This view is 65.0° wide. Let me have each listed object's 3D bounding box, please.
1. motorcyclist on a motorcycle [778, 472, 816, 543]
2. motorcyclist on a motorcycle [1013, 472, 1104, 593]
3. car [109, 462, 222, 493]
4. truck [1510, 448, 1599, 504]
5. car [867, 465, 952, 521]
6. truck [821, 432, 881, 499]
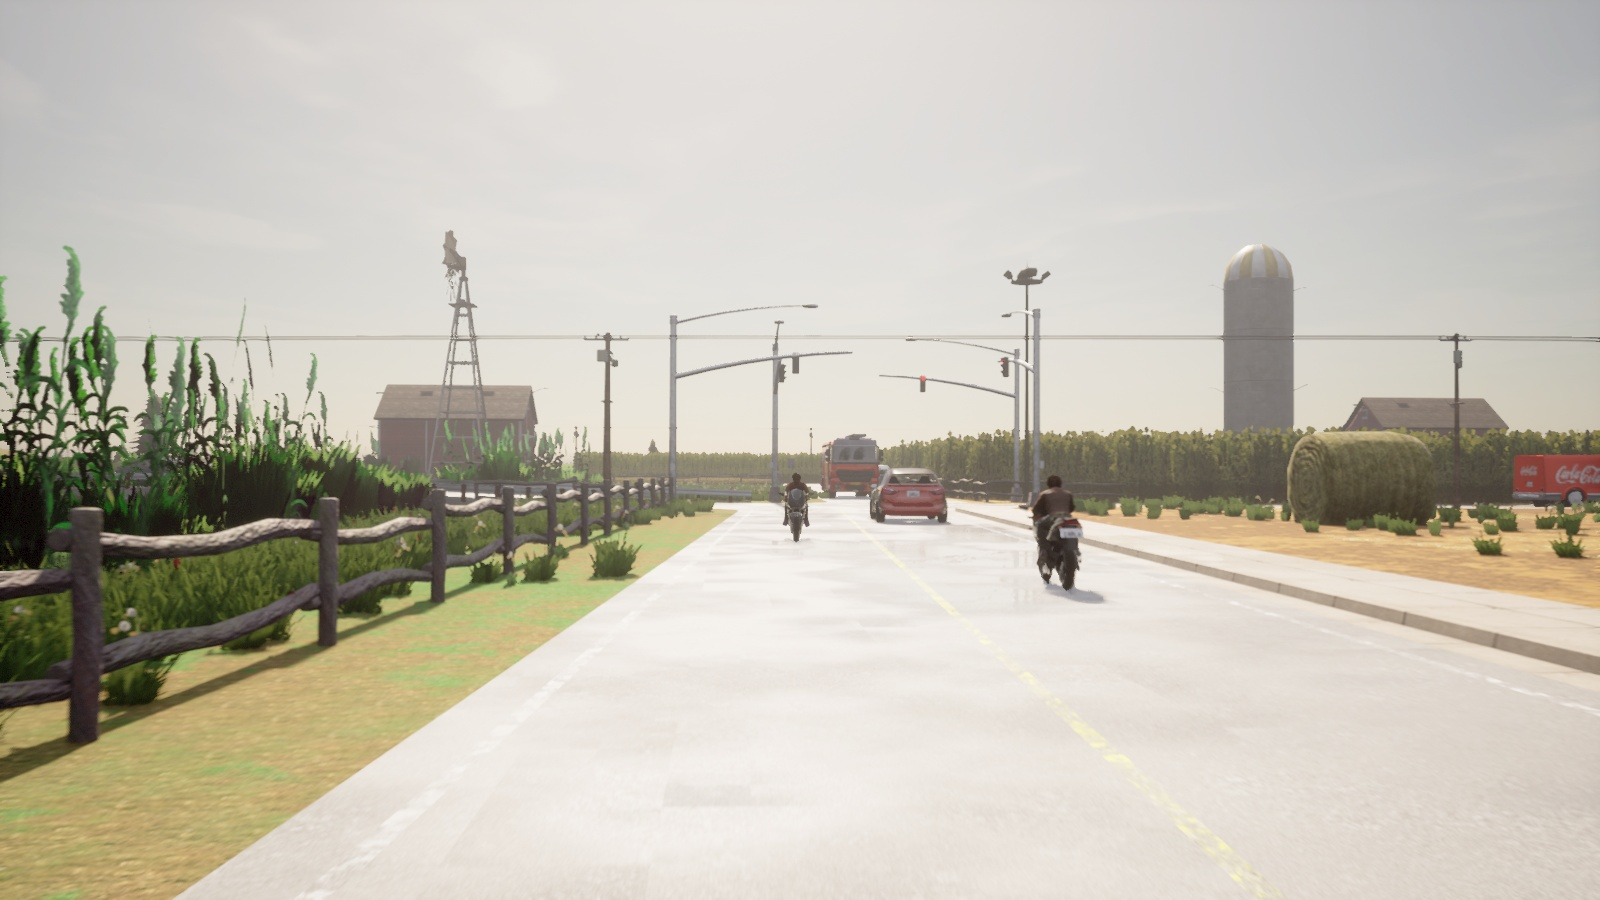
[{"bbox_3d":[-0.069,1.268,28.139,0.797,1.523,2.044,0,-1,0],"label":"motorcyclist on a motorcycle"},{"bbox_3d":[3.458,1.068,17.001,0.797,1.523,2.044,0,-1,0],"label":"motorcyclist on a motorcycle"},{"bbox_3d":[-29.003,1.272,57.500,4.181,1.385,1.994,0,-1,5],"label":"car"},{"bbox_3d":[35.874,1.180,57.494,5.204,2.467,2.627,0,-1,-3],"label":"truck"},{"bbox_3d":[3.405,1.314,39.920,2.242,1.667,4.611,0,-1,0],"label":"car"},{"bbox_3d":[3.006,0.949,76.232,2.891,3.827,8.468,0,-1,-3],"label":"truck"}]
